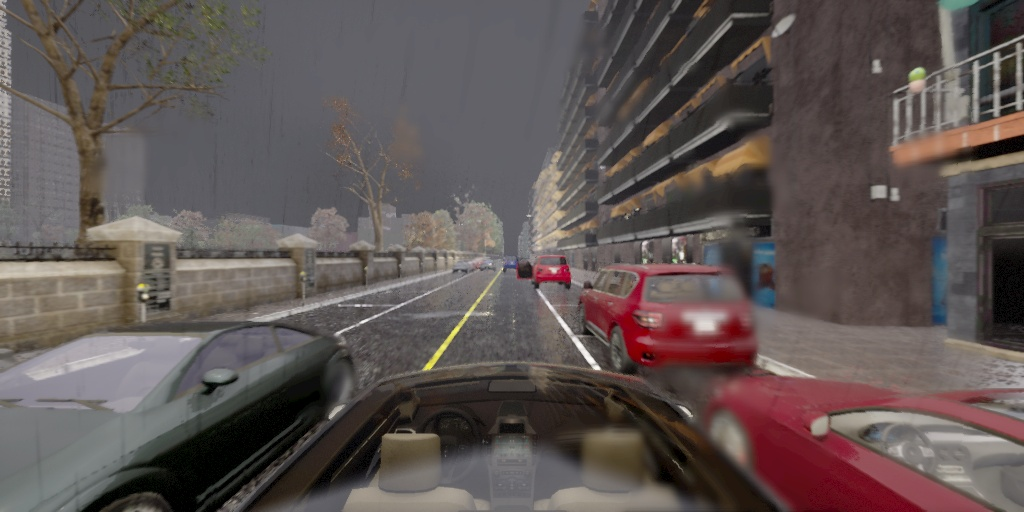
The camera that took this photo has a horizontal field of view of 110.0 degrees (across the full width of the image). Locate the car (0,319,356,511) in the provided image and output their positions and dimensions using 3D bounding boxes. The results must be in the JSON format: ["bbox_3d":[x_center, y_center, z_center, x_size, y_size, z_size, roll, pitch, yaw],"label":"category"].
[{"bbox_3d":[-3.098,1.313,3.141,1.994,1.385,4.181,0,0,0],"label":"car"}]

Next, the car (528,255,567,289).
[{"bbox_3d":[2.398,0.964,23.110,2.150,2.045,5.566,0,0,0],"label":"car"}]

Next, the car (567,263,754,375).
[{"bbox_3d":[2.693,1.062,7.370,2.192,1.841,5.009,0,0,0],"label":"car"}]

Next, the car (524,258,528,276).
[{"bbox_3d":[2.697,1.284,41.153,1.888,1.381,4.507,0,0,0],"label":"car"}]

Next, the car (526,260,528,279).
[{"bbox_3d":[2.696,1.290,35.522,2.007,1.370,4.403,0,0,0],"label":"car"}]

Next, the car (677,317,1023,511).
[{"bbox_3d":[2.692,1.332,1.741,1.802,1.307,4.207,0,0,0],"label":"car"}]

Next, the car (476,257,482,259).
[{"bbox_3d":[-5.682,1.283,52.413,1.888,1.381,4.507,0,0,0],"label":"car"}]

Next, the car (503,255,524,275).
[{"bbox_3d":[0.030,0.958,45.217,2.150,2.045,5.566,0,0,0],"label":"car"}]

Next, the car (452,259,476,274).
[{"bbox_3d":[-5.684,1.304,41.155,1.948,1.339,4.313,0,0,0],"label":"car"}]

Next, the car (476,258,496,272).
[{"bbox_3d":[-3.071,1.302,46.288,1.994,1.385,4.181,0,0,0],"label":"car"}]

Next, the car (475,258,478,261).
[{"bbox_3d":[-5.684,1.319,46.785,1.802,1.307,4.207,0,0,0],"label":"car"}]
